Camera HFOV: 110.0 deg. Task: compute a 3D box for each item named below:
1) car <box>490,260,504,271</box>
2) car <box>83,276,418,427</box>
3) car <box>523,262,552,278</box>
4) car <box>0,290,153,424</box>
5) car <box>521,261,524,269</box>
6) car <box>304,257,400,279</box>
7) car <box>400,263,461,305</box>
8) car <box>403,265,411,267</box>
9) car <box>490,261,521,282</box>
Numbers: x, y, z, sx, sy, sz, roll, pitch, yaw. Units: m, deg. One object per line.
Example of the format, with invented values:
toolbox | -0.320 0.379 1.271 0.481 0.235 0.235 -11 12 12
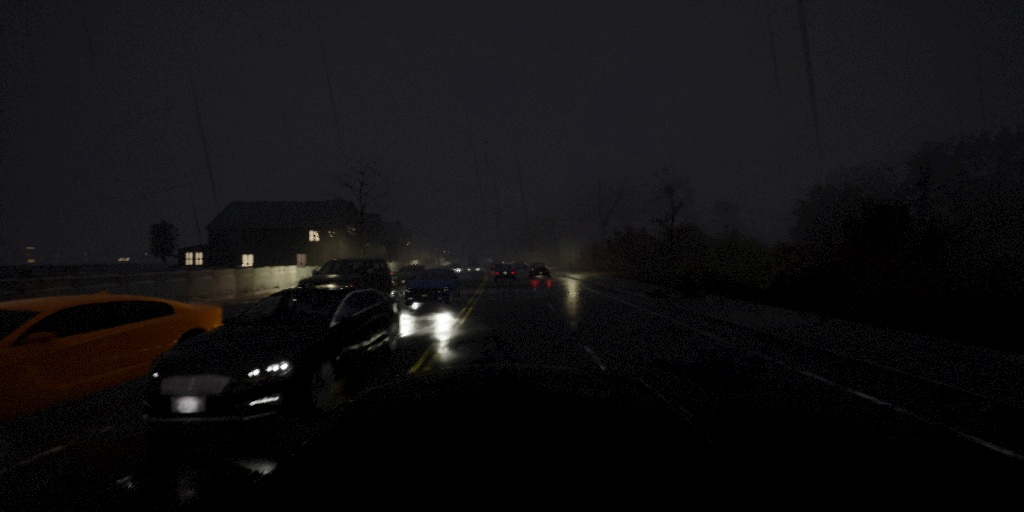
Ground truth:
car | -2.262 1.382 52.786 1.812 1.442 4.674 -1 0 -5
car | -3.398 1.299 6.205 2.128 1.511 4.902 -1 0 0
car | 2.449 1.301 34.089 1.812 1.442 4.674 -1 0 -3
car | -6.645 1.329 5.012 1.882 1.535 5.008 -1 0 0
car | 1.116 1.378 51.596 1.994 1.385 4.181 -1 0 -5
car | -6.752 1.091 15.101 2.150 2.045 5.566 -1 0 -1
car | -3.530 1.306 16.722 1.882 1.535 5.008 -1 0 -1
car | -7.013 1.393 25.249 1.837 1.490 4.892 -1 0 -2
car | -0.623 1.358 30.252 2.033 1.411 5.357 -1 0 -3
